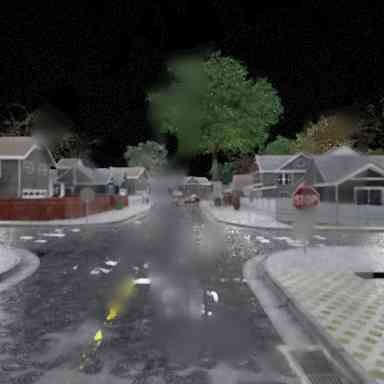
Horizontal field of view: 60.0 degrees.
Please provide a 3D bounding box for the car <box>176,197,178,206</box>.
[{"bbox_3d":[-3.130,1.180,49.398,2.097,1.767,4.553,0,0,0],"label":"car"}]

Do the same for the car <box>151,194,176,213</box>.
[{"bbox_3d":[-3.050,1.175,34.688,2.097,1.767,4.553,0,0,0],"label":"car"}]

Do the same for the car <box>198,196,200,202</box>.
[{"bbox_3d":[0.489,1.267,69.998,1.882,1.535,5.008,0,-1,12],"label":"car"}]

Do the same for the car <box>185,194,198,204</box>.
[{"bbox_3d":[-0.351,1.380,59.395,2.033,1.411,5.357,0,0,0],"label":"car"}]
